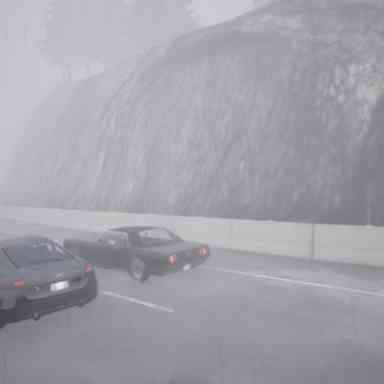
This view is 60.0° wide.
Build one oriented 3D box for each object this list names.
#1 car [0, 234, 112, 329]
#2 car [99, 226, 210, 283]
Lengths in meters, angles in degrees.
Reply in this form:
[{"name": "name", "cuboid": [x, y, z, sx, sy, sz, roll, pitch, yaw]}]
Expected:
[{"name": "car", "cuboid": [-3.878, 1.621, 7.066, 4.181, 1.385, 1.994, 0, 0, 39]}, {"name": "car", "cuboid": [-1.868, 1.662, 9.922, 4.718, 1.301, 1.895, -1, 0, 39]}]
